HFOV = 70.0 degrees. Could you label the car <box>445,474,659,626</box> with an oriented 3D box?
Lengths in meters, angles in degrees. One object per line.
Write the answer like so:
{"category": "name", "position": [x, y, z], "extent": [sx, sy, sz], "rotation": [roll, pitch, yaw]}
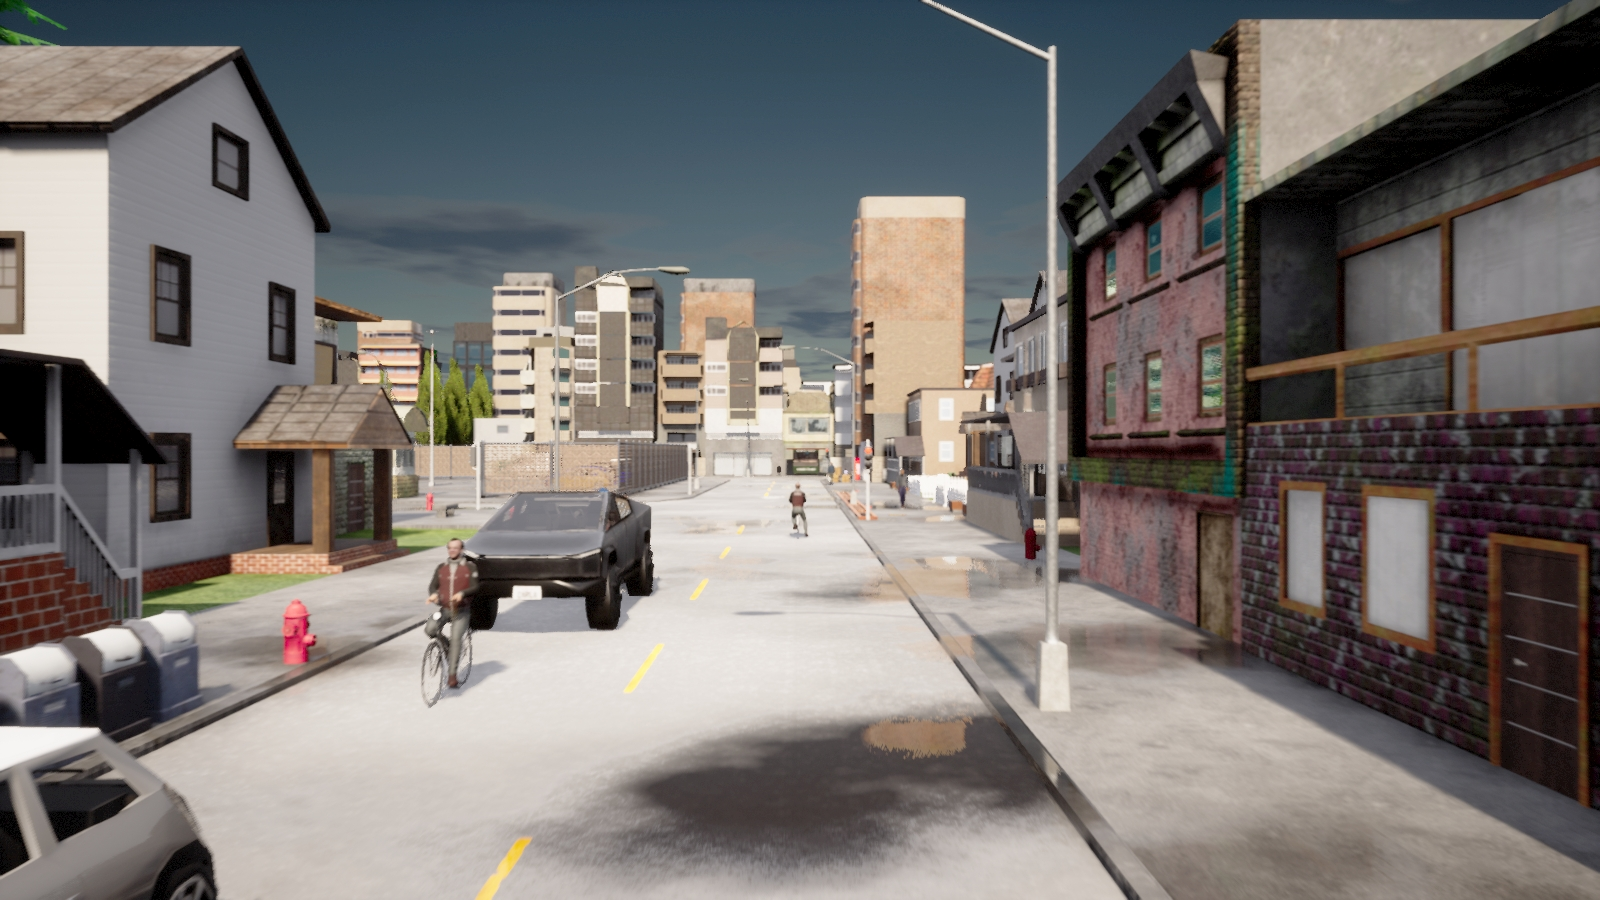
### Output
{"category": "car", "position": [-4.034, 1.533, 19.960], "extent": [2.390, 2.098, 6.274], "rotation": [0, 0, 0]}

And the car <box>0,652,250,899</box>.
{"category": "car", "position": [-4.002, 1.845, 4.368], "extent": [1.970, 1.475, 3.806], "rotation": [0, 0, 0]}

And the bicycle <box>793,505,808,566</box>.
{"category": "bicycle", "position": [0.001, 1.940, 26.228], "extent": [0.329, 1.271, 1.835], "rotation": [0, 0, 0]}

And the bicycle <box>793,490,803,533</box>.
{"category": "bicycle", "position": [-0.059, 1.940, 36.392], "extent": [0.329, 1.271, 1.835], "rotation": [0, 0, 0]}

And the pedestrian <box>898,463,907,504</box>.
{"category": "pedestrian", "position": [4.712, 1.523, 52.515], "extent": [0.375, 1.860, 0.375], "rotation": [0, 0, 2]}
